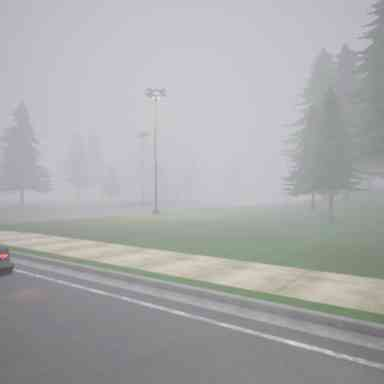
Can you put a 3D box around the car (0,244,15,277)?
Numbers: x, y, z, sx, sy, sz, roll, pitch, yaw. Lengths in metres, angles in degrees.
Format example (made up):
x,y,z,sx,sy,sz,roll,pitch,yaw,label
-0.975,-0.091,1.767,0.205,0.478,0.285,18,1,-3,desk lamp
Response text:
x,y,z,sx,sy,sz,roll,pitch,yaw,label
-6.737,1.543,8.618,5.357,1.411,2.033,0,0,35,car
